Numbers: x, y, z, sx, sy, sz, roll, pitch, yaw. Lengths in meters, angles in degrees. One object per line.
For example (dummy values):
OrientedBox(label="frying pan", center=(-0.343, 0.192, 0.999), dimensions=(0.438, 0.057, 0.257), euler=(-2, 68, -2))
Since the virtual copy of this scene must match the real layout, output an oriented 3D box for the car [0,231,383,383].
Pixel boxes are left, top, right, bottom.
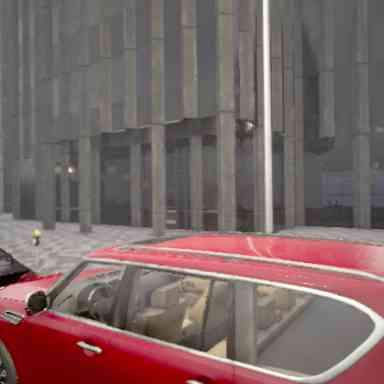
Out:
OrientedBox(label="car", center=(-0.124, 1.333, 3.170), dimensions=(5.009, 1.841, 2.192), euler=(-1, 0, 35))
